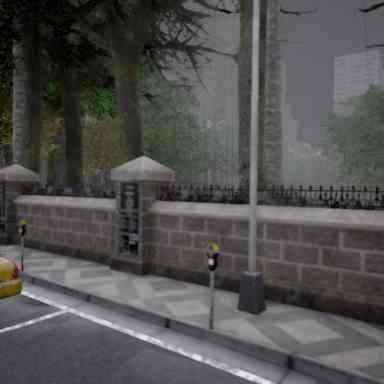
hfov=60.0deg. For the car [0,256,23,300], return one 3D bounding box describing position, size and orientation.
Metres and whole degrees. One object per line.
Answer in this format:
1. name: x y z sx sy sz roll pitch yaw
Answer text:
1. car: -5.330 1.381 6.771 4.829 1.417 1.752 1 1 36
